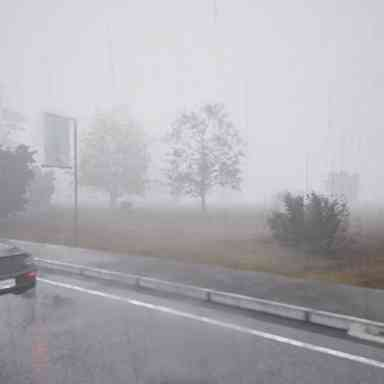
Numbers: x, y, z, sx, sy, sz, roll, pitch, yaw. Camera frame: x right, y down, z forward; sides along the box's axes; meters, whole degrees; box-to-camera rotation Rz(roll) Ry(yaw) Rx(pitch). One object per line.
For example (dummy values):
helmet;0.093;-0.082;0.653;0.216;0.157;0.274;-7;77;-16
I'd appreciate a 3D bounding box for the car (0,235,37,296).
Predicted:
car;-5.343;1.520;7.332;4.674;1.442;1.812;0;0;32
